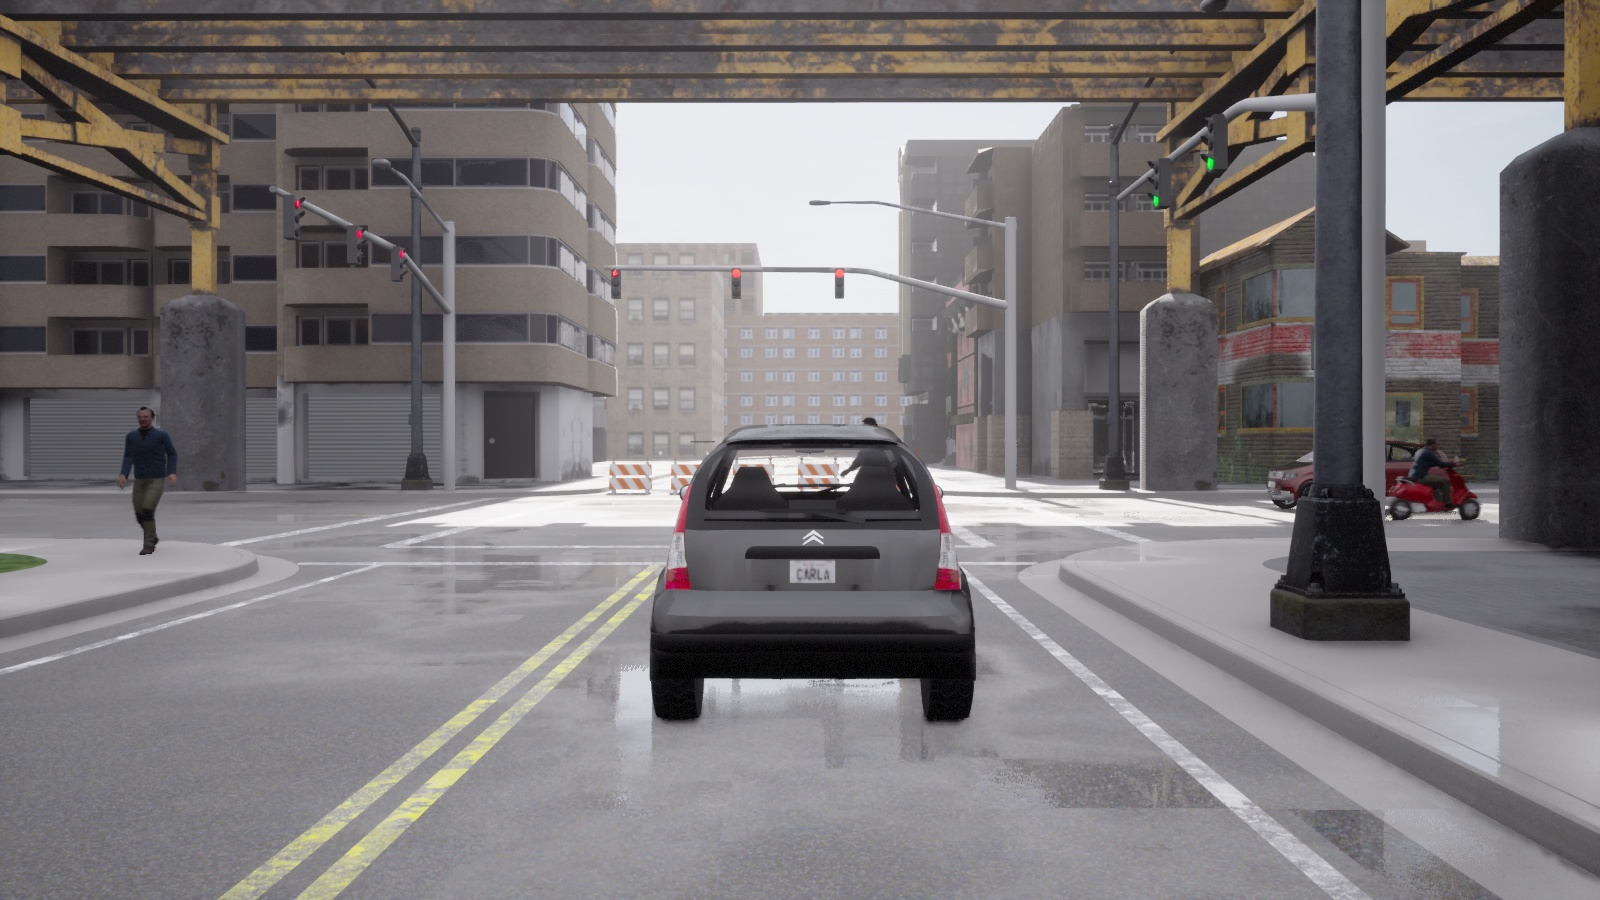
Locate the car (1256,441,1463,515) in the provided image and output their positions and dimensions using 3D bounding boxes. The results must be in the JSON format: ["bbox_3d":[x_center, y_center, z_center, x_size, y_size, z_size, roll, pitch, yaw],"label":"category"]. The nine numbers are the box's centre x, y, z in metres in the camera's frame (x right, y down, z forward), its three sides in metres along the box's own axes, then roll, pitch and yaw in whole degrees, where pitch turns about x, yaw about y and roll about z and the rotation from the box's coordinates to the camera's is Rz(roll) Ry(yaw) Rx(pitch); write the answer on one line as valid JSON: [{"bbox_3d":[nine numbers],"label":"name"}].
[{"bbox_3d":[12.146,0.580,27.426,3.705,1.549,1.789,0,0,0],"label":"car"}]

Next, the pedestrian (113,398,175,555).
[{"bbox_3d":[-7.885,0.314,15.120,0.402,1.842,0.726,0,0,-4],"label":"pedestrian"}]

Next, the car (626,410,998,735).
[{"bbox_3d":[0.073,0.598,8.243,1.851,1.617,3.988,0,0,0],"label":"car"}]

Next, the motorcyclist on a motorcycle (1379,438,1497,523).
[{"bbox_3d":[12.135,0.575,23.925,1.817,1.590,0.866,0,0,0],"label":"motorcyclist on a motorcycle"}]
